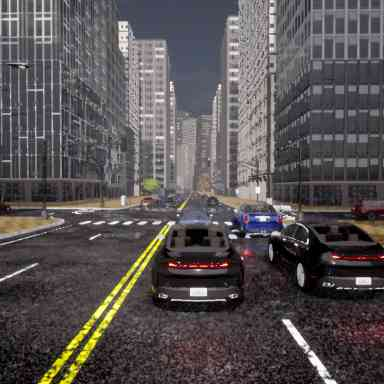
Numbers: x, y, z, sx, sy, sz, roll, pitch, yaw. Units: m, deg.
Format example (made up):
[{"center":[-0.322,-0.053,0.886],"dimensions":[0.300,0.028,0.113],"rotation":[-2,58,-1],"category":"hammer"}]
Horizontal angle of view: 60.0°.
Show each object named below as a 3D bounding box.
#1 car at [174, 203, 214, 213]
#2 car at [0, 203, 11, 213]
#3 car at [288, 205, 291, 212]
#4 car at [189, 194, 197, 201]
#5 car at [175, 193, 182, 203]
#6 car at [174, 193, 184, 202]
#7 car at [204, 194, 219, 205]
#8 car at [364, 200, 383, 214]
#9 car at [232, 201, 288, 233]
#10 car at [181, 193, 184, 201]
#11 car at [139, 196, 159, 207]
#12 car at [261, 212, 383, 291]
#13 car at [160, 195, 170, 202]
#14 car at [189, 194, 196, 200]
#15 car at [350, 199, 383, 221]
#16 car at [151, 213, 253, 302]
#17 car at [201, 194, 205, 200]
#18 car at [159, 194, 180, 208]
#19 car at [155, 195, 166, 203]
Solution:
[{"center":[0.146,1.538,17.794],"dimensions":[2.033,1.411,5.357],"rotation":[0,0,0],"category":"car"},{"center":[-20.031,1.315,31.790],"dimensions":[5.008,1.535,1.882],"rotation":[1,1,1],"category":"car"},{"center":[8.045,1.625,35.316],"dimensions":[4.718,1.301,1.895],"rotation":[1,1,17],"category":"car"},{"center":[0.209,1.450,80.180],"dimensions":[1.812,1.442,4.674],"rotation":[0,0,0],"category":"car"},{"center":[-3.183,1.460,57.609],"dimensions":[1.837,1.490,4.892],"rotation":[0,0,0],"category":"car"},{"center":[-3.047,1.154,77.882],"dimensions":[2.150,2.045,5.566],"rotation":[0,0,0],"category":"car"},{"center":[3.488,1.463,56.726],"dimensions":[1.837,1.490,4.892],"rotation":[0,1,0],"category":"car"},{"center":[21.905,1.643,36.779],"dimensions":[4.829,1.417,1.752],"rotation":[1,0,1],"category":"car"},{"center":[3.395,1.342,18.029],"dimensions":[2.097,1.767,4.553],"rotation":[0,0,0],"category":"car"},{"center":[-3.098,1.469,67.430],"dimensions":[1.812,1.442,4.674],"rotation":[0,0,1],"category":"car"},{"center":[-6.460,1.491,49.043],"dimensions":[1.812,1.442,4.674],"rotation":[0,0,2],"category":"car"},{"center":[3.373,1.500,8.946],"dimensions":[1.837,1.490,4.892],"rotation":[0,0,0],"category":"car"},{"center":[-6.297,1.453,77.922],"dimensions":[1.812,1.442,4.674],"rotation":[0,0,0],"category":"car"},{"center":[0.236,1.387,90.175],"dimensions":[1.882,1.535,5.008],"rotation":[0,0,0],"category":"car"},{"center":[16.275,1.519,28.507],"dimensions":[5.009,1.841,2.192],"rotation":[1,0,1],"category":"car"},{"center":[0.119,1.501,8.239],"dimensions":[1.837,1.490,4.892],"rotation":[0,0,0],"category":"car"},{"center":[3.486,1.387,90.163],"dimensions":[1.882,1.535,5.008],"rotation":[0,0,0],"category":"car"},{"center":[-3.215,1.471,48.270],"dimensions":[1.837,1.490,4.892],"rotation":[0,0,0],"category":"car"},{"center":[-6.342,1.420,67.651],"dimensions":[1.882,1.535,5.008],"rotation":[0,0,0],"category":"car"}]
